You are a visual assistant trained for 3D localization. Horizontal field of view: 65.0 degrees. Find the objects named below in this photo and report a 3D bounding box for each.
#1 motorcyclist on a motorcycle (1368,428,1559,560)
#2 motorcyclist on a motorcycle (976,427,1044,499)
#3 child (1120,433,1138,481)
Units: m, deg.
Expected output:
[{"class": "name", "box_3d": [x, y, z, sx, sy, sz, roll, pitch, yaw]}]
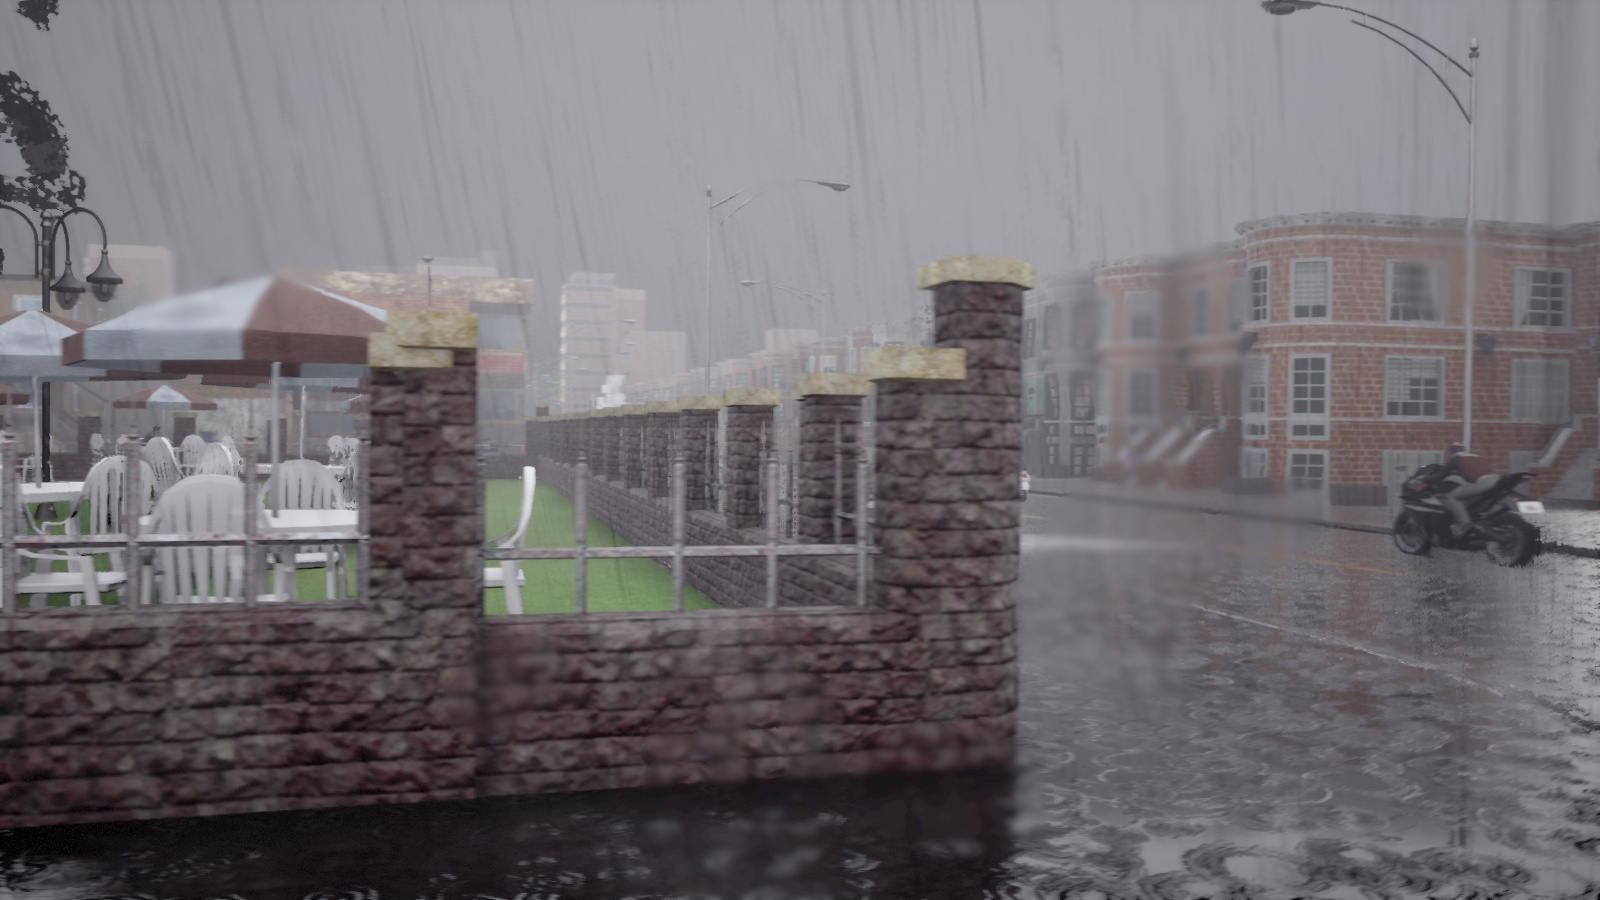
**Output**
[{"class": "motorcyclist on a motorcycle", "box_3d": [8.311, 0.503, 15.870, 0.866, 1.530, 2.191, -1, 1, -15]}, {"class": "motorcyclist on a motorcycle", "box_3d": [4.802, 0.270, 28.848, 0.866, 1.590, 1.817, -1, 1, -15]}, {"class": "child", "box_3d": [8.854, 0.187, 33.780, 0.270, 1.263, 0.437, -1, 1, -15]}]
